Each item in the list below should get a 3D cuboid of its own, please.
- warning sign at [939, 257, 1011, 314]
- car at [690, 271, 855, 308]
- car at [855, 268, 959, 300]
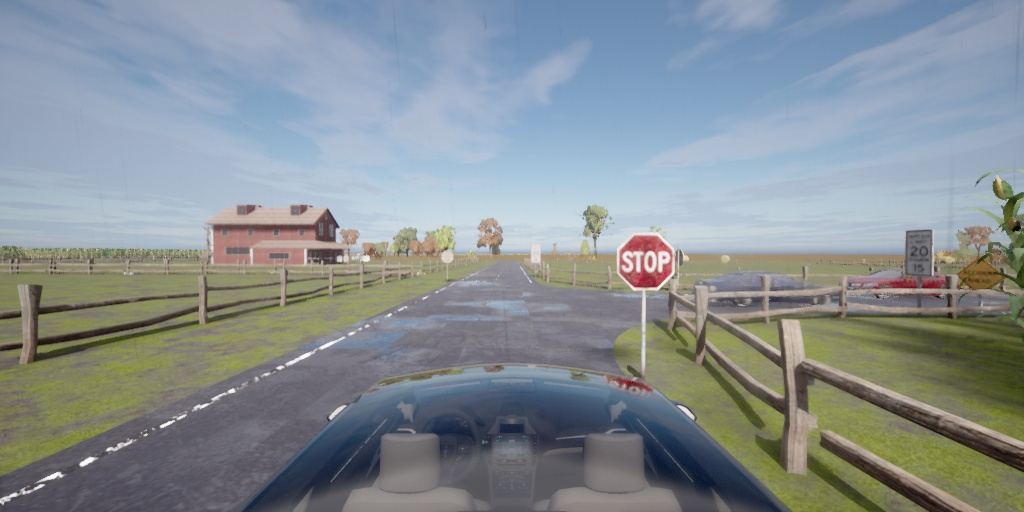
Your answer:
[{"bbox_3d":[15.887,0.961,12.163,1.060,1.860,1.300,0,0,0],"label":"warning sign"},{"bbox_3d":[10.452,1.342,14.910,5.357,1.411,2.033,0,0,3],"label":"car"},{"bbox_3d":[18.790,1.329,17.471,4.674,1.442,1.812,0,1,0],"label":"car"}]
